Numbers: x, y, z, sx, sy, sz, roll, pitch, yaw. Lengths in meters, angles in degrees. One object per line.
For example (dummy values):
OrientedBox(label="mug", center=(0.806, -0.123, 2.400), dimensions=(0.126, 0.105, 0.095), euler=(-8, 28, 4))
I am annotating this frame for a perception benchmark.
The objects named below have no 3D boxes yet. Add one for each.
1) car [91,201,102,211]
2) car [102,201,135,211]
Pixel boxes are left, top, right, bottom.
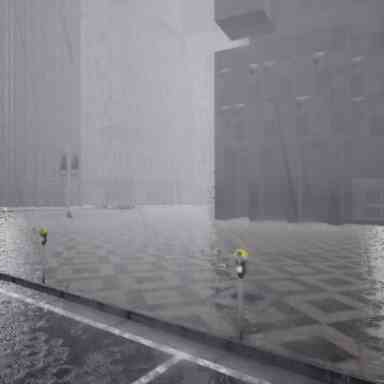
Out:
OrientedBox(label="car", center=(-13.940, 2.173, 53.488), dimensions=(2.128, 1.511, 4.902), euler=(0, -1, 36))
OrientedBox(label="car", center=(-11.050, 2.177, 51.954), dimensions=(2.128, 1.511, 4.902), euler=(0, -1, 36))
